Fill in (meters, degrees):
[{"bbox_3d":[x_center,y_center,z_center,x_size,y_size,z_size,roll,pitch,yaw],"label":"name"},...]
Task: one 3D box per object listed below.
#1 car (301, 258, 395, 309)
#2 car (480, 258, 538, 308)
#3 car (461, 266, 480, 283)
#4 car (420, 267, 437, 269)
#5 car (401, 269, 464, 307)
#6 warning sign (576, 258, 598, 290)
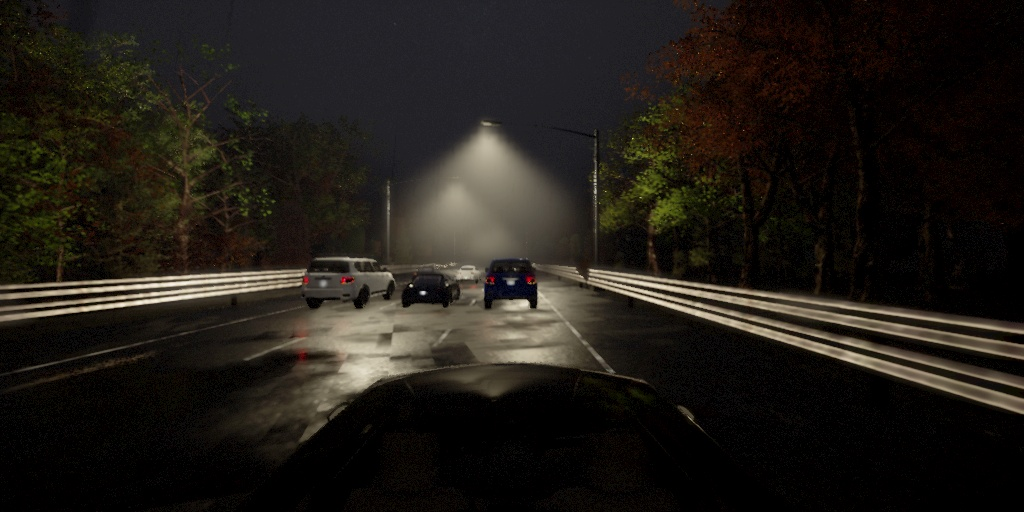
[{"bbox_3d":[-7.063,1.112,16.062,2.150,2.045,5.566,0,0,-1],"label":"car"},{"bbox_3d":[-0.064,1.113,16.129,2.150,2.045,5.566,0,0,-1],"label":"car"},{"bbox_3d":[-3.781,1.595,31.517,1.812,1.442,4.674,0,-1,-1],"label":"car"},{"bbox_3d":[-7.279,1.632,31.355,1.994,1.385,4.181,0,-1,-1],"label":"car"},{"bbox_3d":[-3.567,1.463,16.371,1.994,1.385,4.181,0,-1,0],"label":"car"},{"bbox_3d":[4.430,1.067,21.246,1.300,1.860,1.060,0,0,-1],"label":"warning sign"}]
